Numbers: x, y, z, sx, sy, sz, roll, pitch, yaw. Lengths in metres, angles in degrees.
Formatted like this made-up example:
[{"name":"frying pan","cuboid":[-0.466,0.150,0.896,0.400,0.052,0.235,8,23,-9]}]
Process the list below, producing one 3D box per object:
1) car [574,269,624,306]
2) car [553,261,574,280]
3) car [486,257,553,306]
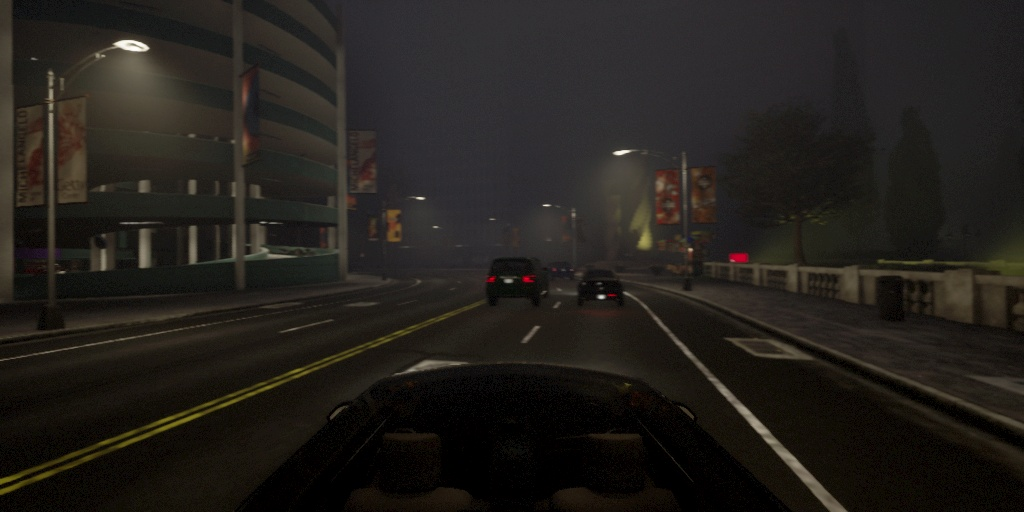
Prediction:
[{"name":"car","cuboid":[3.876,1.305,16.080,1.837,1.490,4.892,-1,0,11]},{"name":"car","cuboid":[4.024,1.264,32.769,2.097,1.767,4.553,-1,-1,-10]},{"name":"car","cuboid":[0.405,1.066,16.533,2.150,2.045,5.566,-1,0,12]}]
